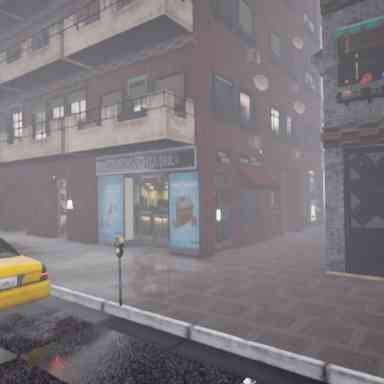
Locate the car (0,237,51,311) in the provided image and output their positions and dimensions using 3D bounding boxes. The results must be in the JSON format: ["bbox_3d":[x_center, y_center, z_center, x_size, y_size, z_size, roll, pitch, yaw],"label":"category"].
[{"bbox_3d":[-5.090,1.454,6.888,5.366,1.575,1.801,0,0,36],"label":"car"}]
